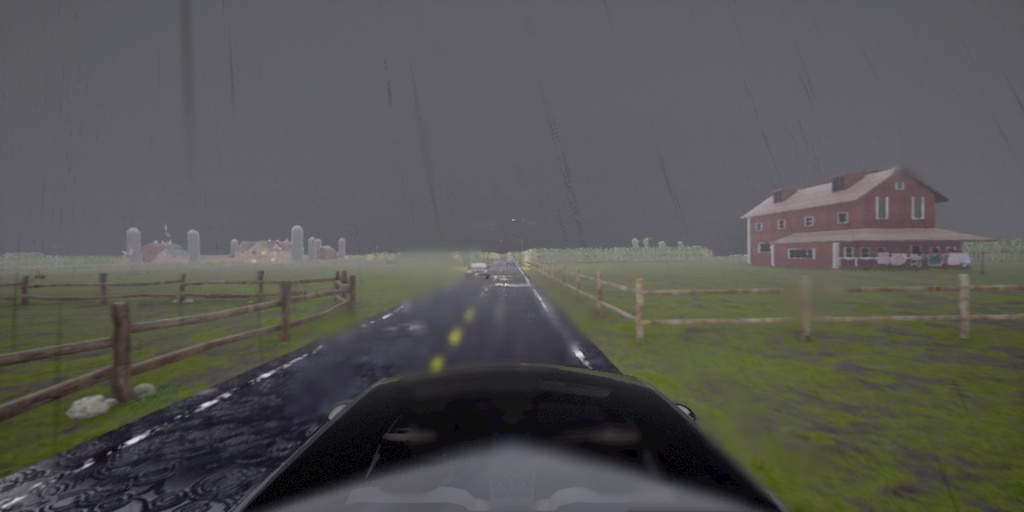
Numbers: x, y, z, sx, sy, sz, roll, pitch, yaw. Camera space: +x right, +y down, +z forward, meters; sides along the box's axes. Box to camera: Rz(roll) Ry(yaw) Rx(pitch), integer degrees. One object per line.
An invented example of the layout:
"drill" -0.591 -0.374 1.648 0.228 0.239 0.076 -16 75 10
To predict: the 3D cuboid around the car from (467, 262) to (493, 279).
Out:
"car" -2.877 1.266 32.052 1.812 1.442 4.674 0 0 0
